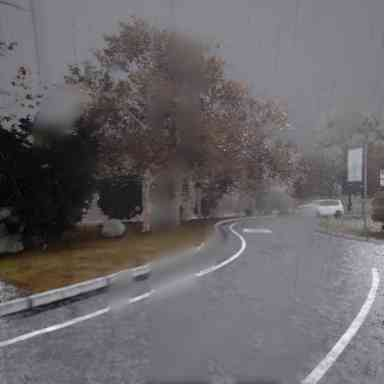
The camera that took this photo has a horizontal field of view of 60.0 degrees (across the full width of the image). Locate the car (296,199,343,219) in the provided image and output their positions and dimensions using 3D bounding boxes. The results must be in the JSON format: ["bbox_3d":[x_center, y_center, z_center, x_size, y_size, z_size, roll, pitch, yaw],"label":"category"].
[{"bbox_3d":[13.809,1.820,35.870,5.566,2.045,2.150,1,-1,-27],"label":"car"}]
